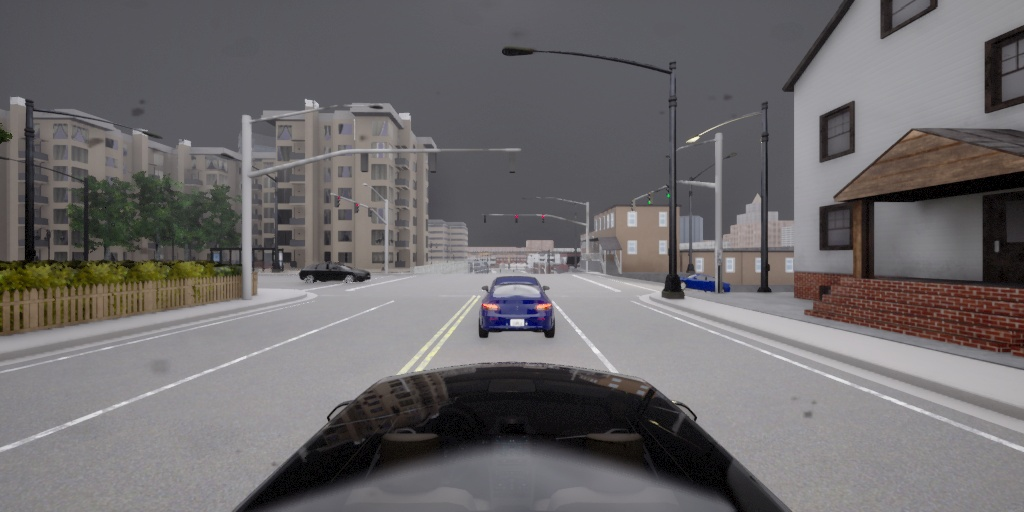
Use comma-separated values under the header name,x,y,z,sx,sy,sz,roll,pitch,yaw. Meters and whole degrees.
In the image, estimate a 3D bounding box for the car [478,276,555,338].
name,x,y,z,sx,sy,sz,roll,pitch,yaw
car,0.107,1.276,10.055,1.812,1.442,4.674,0,0,0

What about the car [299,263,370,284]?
name,x,y,z,sx,sy,sz,roll,pitch,yaw
car,-13.002,1.255,26.442,4.892,1.490,1.837,0,0,1

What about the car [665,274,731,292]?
name,x,y,z,sx,sy,sz,roll,pitch,yaw
car,15.369,2.209,29.744,5.008,1.535,1.882,9,0,1
